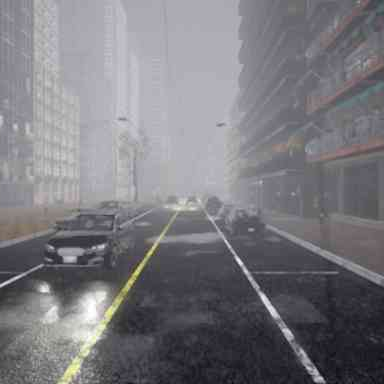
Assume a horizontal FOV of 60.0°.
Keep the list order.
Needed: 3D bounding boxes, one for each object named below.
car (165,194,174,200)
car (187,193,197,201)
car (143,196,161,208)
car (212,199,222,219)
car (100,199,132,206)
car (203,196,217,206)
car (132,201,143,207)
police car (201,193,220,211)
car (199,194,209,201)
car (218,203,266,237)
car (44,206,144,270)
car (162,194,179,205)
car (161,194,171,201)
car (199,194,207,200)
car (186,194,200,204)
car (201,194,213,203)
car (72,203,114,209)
[{"bbox_3d":[-5.694,1.192,83.667,1.887,1.381,4.507,0,0,0],"label":"car"},{"bbox_3d":[-0.001,1.091,72.434,2.128,1.511,4.902,0,0,0],"label":"car"},{"bbox_3d":[-5.692,1.319,44.768,1.752,1.417,4.829,0,0,0],"label":"car"},{"bbox_3d":[2.689,1.441,22.808,2.008,1.369,4.403,0,0,0],"label":"car"},{"bbox_3d":[-5.692,1.331,22.808,1.967,1.590,4.097,0,0,0],"label":"car"},{"bbox_3d":[2.687,1.353,50.471,1.802,1.307,4.206,0,0,0],"label":"car"},{"bbox_3d":[-5.692,1.416,28.340,2.008,1.369,4.403,0,0,0],"label":"car"},{"bbox_3d":[2.364,1.247,38.184,1.930,1.638,5.238,0,0,0],"label":"police car"},{"bbox_3d":[2.687,1.237,72.601,2.008,1.369,4.403,0,0,0],"label":"car"},{"bbox_3d":[2.689,1.467,17.276,2.008,1.369,4.403,0,0,0],"label":"car"},{"bbox_3d":[-3.101,1.438,10.904,2.128,1.511,4.902,0,0,0],"label":"car"},{"bbox_3d":[-3.070,1.244,51.714,1.882,1.535,5.008,0,0,0],"label":"car"},{"bbox_3d":[-5.693,1.212,72.431,1.752,1.417,4.829,0,0,0],"label":"car"},{"bbox_3d":[2.687,1.198,83.667,2.008,1.369,4.403,0,0,0],"label":"car"},{"bbox_3d":[-0.002,1.270,57.457,1.812,1.442,4.674,0,0,0],"label":"car"},{"bbox_3d":[2.687,1.169,61.536,1.967,1.590,4.097,0,0,0],"label":"car"},{"bbox_3d":[-5.692,1.467,17.276,2.008,1.369,4.403,0,0,0],"label":"car"}]
